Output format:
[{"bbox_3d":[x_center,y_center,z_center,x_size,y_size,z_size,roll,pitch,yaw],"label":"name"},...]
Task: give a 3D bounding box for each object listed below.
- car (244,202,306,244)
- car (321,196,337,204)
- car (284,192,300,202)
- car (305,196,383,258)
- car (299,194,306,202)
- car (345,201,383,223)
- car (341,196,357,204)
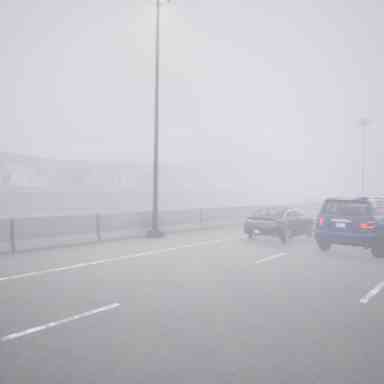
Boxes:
[{"bbox_3d":[4.321,1.447,15.740,2.128,1.511,4.902,1,1,41],"label":"car"},{"bbox_3d":[26.581,1.503,64.265,1.994,1.385,4.181,1,0,35],"label":"car"},{"bbox_3d":[20.563,1.074,67.843,2.150,2.045,5.566,1,0,35],"label":"car"},{"bbox_3d":[6.780,1.220,13.235,2.150,2.045,5.566,1,1,41],"label":"car"},{"bbox_3d":[23.579,1.440,66.067,2.033,1.411,5.357,1,0,35],"label":"car"},{"bbox_3d":[14.162,1.525,27.074,1.837,1.490,4.892,1,1,41],"label":"car"},{"bbox_3d":[29.605,1.554,62.495,1.994,1.385,4.181,1,0,35],"label":"car"}]
